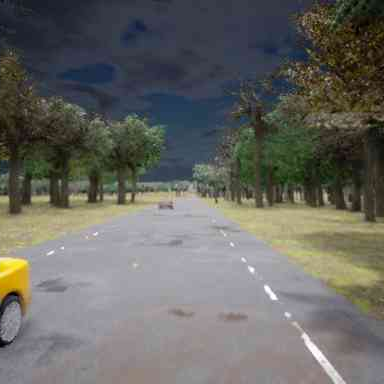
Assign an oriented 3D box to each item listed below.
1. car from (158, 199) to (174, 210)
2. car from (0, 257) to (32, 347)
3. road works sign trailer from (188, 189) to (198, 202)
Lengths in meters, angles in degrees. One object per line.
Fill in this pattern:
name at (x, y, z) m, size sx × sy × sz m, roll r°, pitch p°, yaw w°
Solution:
car at (-3.585, 1.662, 46.203) m, size 1.812 × 1.442 × 4.674 m, roll 0°, pitch 0°, yaw 0°
car at (-3.601, 1.485, 3.488) m, size 1.882 × 1.535 × 5.008 m, roll 0°, pitch 0°, yaw 0°
road works sign trailer at (0.184, 0.804, 88.321) m, size 2.380 × 3.560 × 2.880 m, roll 0°, pitch 0°, yaw -8°
